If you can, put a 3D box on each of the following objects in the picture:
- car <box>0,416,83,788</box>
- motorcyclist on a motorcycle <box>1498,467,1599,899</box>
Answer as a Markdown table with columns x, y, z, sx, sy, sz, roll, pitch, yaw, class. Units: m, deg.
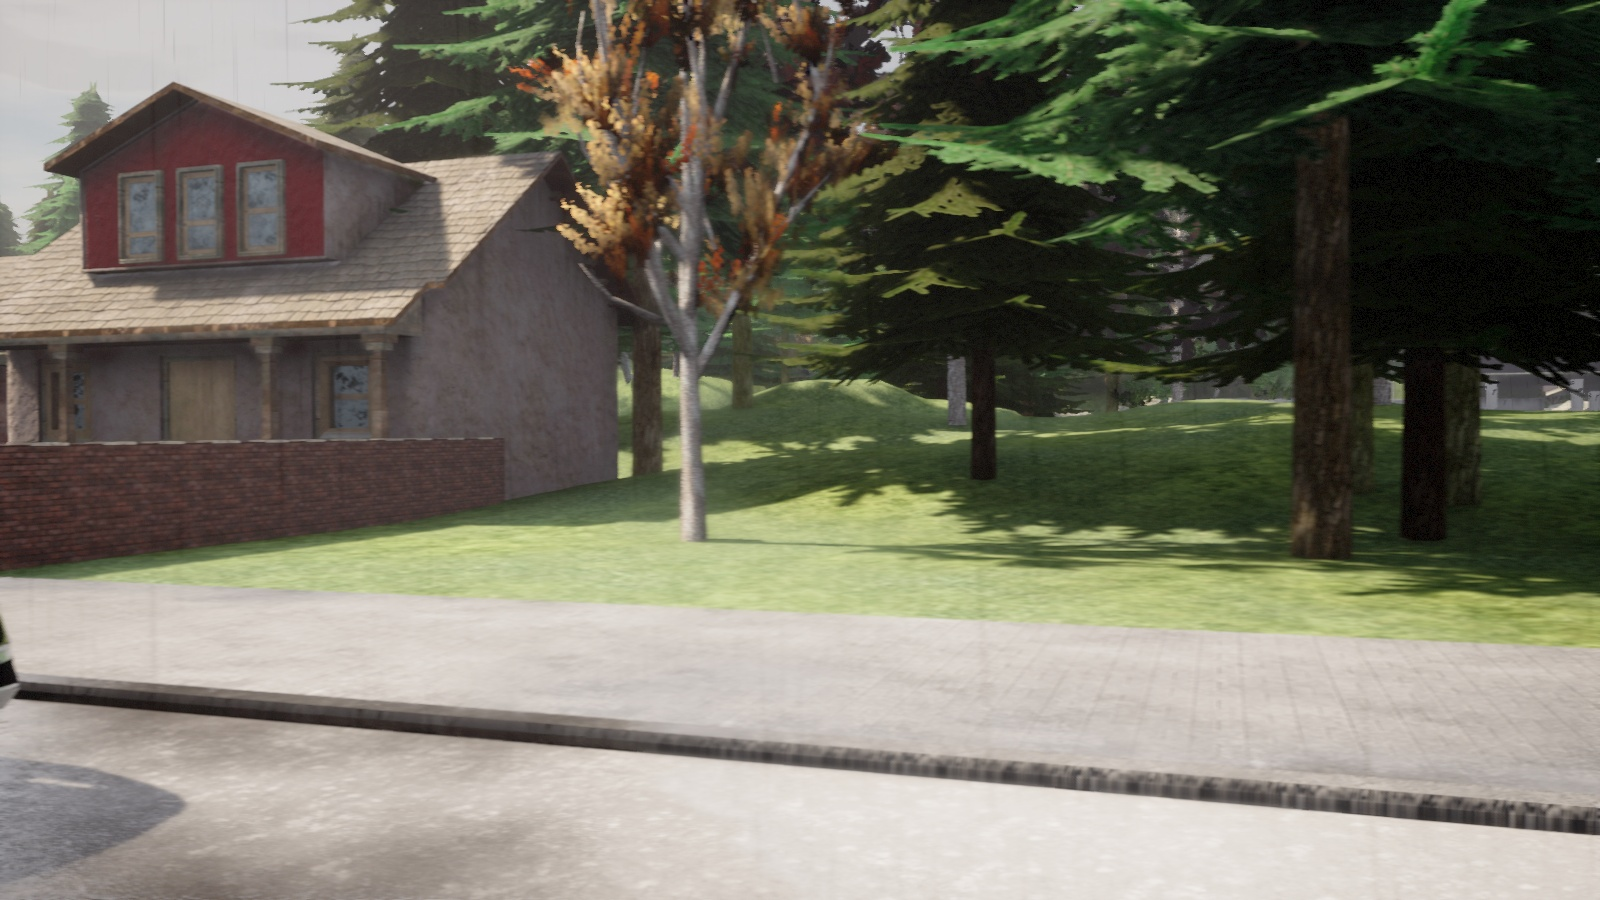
| x | y | z | sx | sy | sz | roll | pitch | yaw | class |
| --- | --- | --- | --- | --- | --- | --- | --- | --- | --- |
| -6.030 | 0.643 | 5.752 | 4.856 | 1.649 | 2.033 | 1 | 1 | 18 | car |
| 2.861 | 0.828 | 2.759 | 2.191 | 1.530 | 0.866 | 0 | 1 | 19 | motorcyclist on a motorcycle |
